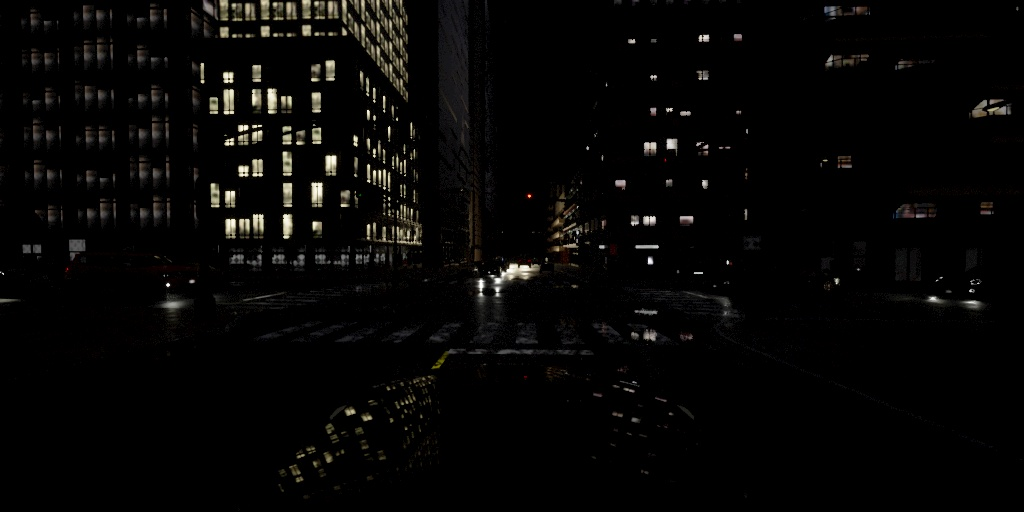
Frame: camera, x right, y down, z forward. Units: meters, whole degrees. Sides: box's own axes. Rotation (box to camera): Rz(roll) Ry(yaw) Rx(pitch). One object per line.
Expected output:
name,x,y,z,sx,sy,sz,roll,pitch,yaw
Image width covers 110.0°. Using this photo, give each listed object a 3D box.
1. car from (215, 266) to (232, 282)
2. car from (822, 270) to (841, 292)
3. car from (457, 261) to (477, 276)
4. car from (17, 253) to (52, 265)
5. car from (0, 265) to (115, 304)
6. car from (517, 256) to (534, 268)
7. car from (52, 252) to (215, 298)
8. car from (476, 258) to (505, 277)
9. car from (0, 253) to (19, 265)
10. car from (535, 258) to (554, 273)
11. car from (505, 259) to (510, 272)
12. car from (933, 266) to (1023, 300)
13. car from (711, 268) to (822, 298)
car,-20.960,1.029,23.292,4.829,1.417,1.751,0,0,3
car,16.976,1.375,21.483,4.403,1.370,2.007,0,0,3
car,-4.505,1.265,36.880,1.751,1.417,4.829,0,0,2
car,-32.893,0.712,23.909,5.009,1.841,2.192,0,0,3
car,-19.868,1.204,14.915,4.403,1.370,2.007,0,0,3
car,2.098,0.957,60.298,2.150,2.045,5.566,0,0,2
car,-18.151,0.846,17.378,5.566,2.045,2.150,1,1,3
car,-1.984,1.245,34.777,1.837,1.490,4.892,0,0,2
car,-28.350,0.889,17.876,4.553,1.767,2.097,0,1,3
car,4.072,1.288,42.411,2.007,1.370,4.403,0,0,2
car,-1.636,1.302,44.674,1.994,1.385,4.181,0,0,2
car,24.914,1.286,18.490,4.553,1.767,2.097,0,1,3
car,13.195,1.362,19.081,4.674,1.442,1.812,1,1,3
